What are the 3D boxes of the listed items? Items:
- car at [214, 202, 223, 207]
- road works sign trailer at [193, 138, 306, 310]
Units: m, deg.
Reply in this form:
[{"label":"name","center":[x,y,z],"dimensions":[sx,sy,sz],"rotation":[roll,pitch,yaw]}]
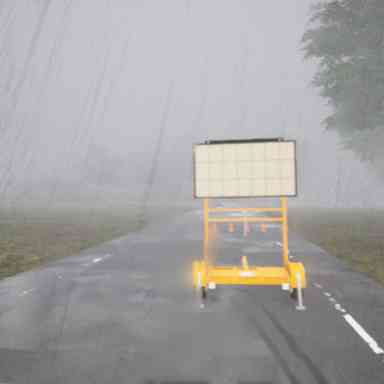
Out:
[{"label":"car","center":[6.645,3.127,83.064],"dimensions":[1.994,1.385,4.181],"rotation":[-1,-2,6]},{"label":"road works sign trailer","center":[1.274,0.539,8.028],"dimensions":[2.380,3.560,2.880],"rotation":[-1,-1,7]}]
